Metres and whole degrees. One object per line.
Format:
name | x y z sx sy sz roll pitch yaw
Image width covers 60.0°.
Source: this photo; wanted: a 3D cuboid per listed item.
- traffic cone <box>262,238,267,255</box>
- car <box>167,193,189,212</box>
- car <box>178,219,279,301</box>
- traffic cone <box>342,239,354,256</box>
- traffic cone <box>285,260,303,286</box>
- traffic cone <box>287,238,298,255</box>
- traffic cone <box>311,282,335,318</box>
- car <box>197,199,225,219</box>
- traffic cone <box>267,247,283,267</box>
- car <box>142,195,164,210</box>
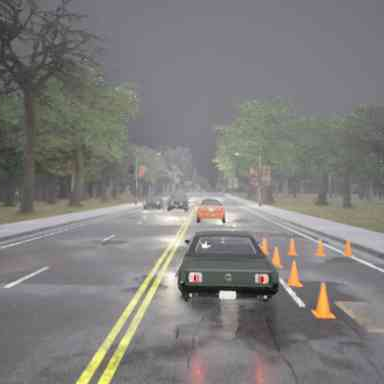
traffic cone | 2.654 1.968 12.160 0.340 0.580 0.340 1 0 2
car | -1.489 1.127 37.461 2.150 2.045 5.566 1 0 3
car | 0.746 1.598 8.300 1.895 1.301 4.718 1 0 2
traffic cone | 5.651 2.003 12.047 0.340 0.580 0.340 1 0 2
traffic cone | 2.503 1.974 8.163 0.340 0.580 0.340 1 0 2
traffic cone | 3.653 1.980 12.123 0.340 0.580 0.340 1 0 2
traffic cone | 2.427 1.976 6.164 0.340 0.580 0.340 1 0 2
car | 1.462 1.320 25.942 2.097 1.767 4.553 1 0 2
traffic cone | 2.578 1.971 10.161 0.340 0.580 0.340 1 0 2
car | -4.613 1.212 40.243 2.097 1.767 4.553 1 0 3
